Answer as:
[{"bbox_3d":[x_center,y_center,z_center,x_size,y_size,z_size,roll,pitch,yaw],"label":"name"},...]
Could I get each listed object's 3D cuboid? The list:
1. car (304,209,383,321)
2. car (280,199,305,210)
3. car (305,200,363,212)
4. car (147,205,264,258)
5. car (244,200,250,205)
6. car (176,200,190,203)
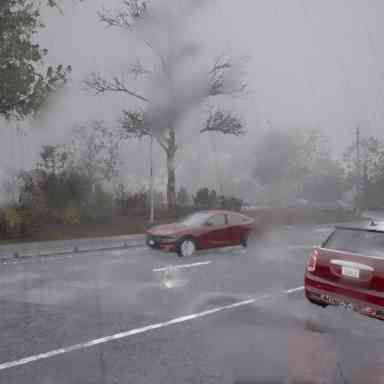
[{"bbox_3d":[4.396,1.352,6.747,4.553,1.767,2.097,0,0,-34],"label":"car"},{"bbox_3d":[13.593,1.561,42.465,2.033,1.411,5.357,0,0,-28],"label":"car"},{"bbox_3d":[14.453,1.548,33.546,2.033,1.411,5.357,0,0,-28],"label":"car"},{"bbox_3d":[0.641,1.477,12.990,5.008,1.535,1.882,0,0,-35],"label":"car"},{"bbox_3d":[6.548,1.531,48.620,1.882,1.535,5.008,0,0,-26],"label":"car"},{"bbox_3d":[-1.877,1.843,67.426,1.895,1.301,4.718,0,-1,-22],"label":"car"}]
